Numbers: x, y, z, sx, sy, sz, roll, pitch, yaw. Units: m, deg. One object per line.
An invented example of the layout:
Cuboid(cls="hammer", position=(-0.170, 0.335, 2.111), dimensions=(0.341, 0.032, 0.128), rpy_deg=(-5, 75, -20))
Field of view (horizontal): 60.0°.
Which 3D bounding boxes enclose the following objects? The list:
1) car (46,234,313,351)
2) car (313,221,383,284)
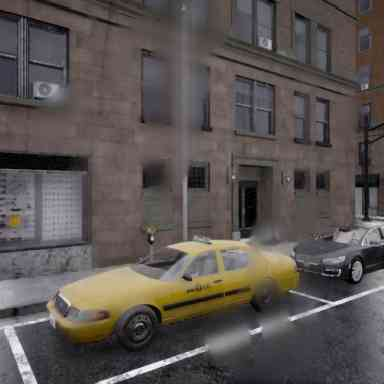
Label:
Cuboid(cls="car", position=(-0.033, 1.525, 6.161), dimensions=(4.829, 1.417, 1.752), rpy_deg=(0, 0, -35))
Cuboid(cls="car", position=(4.602, 1.551, 9.459), dimensions=(4.403, 1.369, 2.008), rpy_deg=(0, 0, -35))
